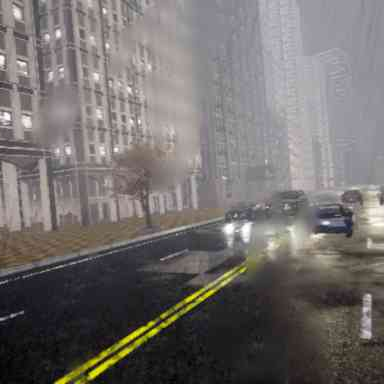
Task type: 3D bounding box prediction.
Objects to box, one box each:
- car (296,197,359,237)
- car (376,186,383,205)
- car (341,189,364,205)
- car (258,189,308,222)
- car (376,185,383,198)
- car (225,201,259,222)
[{"bbox_3d":[6.416,1.177,15.372,1.994,1.385,4.181,-4,0,28],"label":"car"},{"bbox_3d":[18.000,0.399,30.098,1.994,1.385,4.181,-4,0,29],"label":"car"},{"bbox_3d":[15.840,0.492,32.889,1.882,1.535,5.008,-4,0,28],"label":"car"},{"bbox_3d":[6.730,0.862,23.248,2.150,2.045,5.566,-4,-1,28],"label":"car"},{"bbox_3d":[25.209,-0.097,43.514,1.812,1.442,4.674,-4,0,29],"label":"car"},{"bbox_3d":[3.959,1.420,24.888,1.994,1.385,4.181,-4,0,28],"label":"car"}]
